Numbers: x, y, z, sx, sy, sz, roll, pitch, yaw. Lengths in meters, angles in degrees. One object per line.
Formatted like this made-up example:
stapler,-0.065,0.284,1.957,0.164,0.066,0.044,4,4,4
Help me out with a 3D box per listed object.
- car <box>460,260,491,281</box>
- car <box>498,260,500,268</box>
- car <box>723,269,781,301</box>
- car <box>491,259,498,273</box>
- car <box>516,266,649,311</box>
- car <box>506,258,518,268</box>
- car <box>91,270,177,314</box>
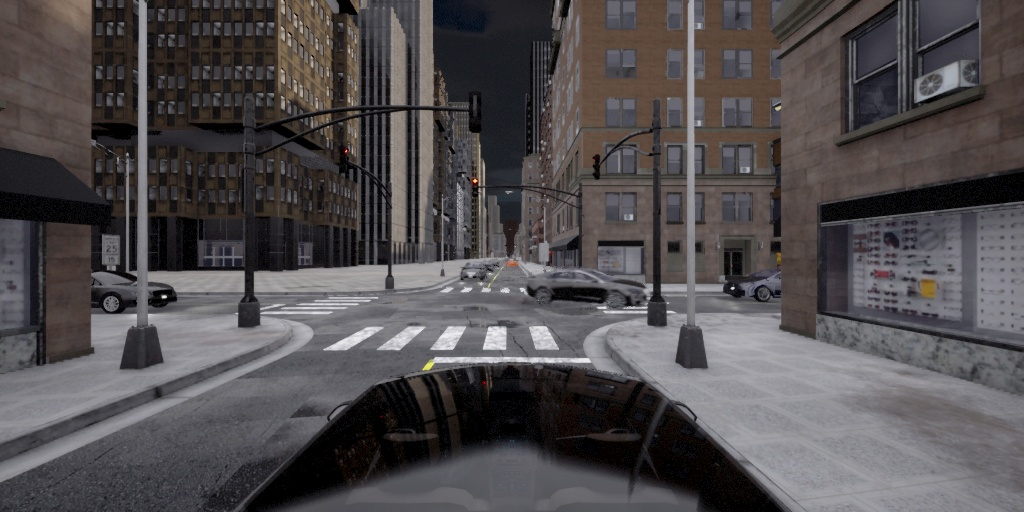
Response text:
car,-3.156,1.244,29.808,2.128,1.511,4.902,0,0,0
car,-3.127,1.274,63.065,1.837,1.490,4.892,0,0,0
car,12.220,1.314,16.648,4.181,1.385,1.994,0,0,-1
car,-3.183,1.299,43.873,2.033,1.411,5.357,0,0,0
car,2.894,1.243,14.452,4.902,1.511,2.128,0,0,31
car,-0.025,1.103,61.640,2.097,1.767,4.553,0,0,0
car,-15.259,1.259,13.210,4.892,1.490,1.837,0,0,-1
